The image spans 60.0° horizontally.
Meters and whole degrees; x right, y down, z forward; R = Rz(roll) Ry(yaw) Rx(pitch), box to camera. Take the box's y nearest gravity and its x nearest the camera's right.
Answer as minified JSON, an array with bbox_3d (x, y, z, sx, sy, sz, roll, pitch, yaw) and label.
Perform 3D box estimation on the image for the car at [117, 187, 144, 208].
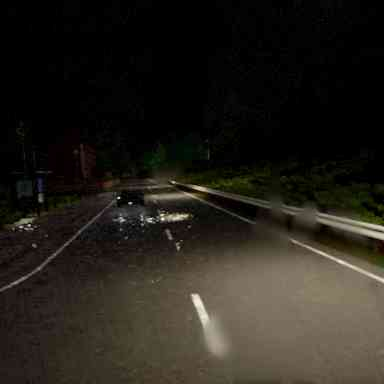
[{"bbox_3d":[-4.543,0.327,24.784,1.895,1.301,4.718,-4,3,-8],"label":"car"}]
